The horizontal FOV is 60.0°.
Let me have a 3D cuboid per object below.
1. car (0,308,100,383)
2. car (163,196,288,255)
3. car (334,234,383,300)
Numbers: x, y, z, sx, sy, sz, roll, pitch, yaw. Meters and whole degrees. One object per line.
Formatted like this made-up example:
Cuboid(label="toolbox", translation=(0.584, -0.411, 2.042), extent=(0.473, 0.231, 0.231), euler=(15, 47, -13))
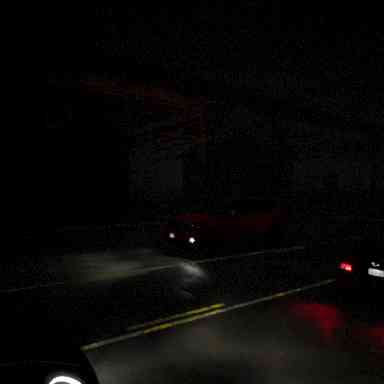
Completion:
Cuboid(label="car", translation=(-2.769, 1.352, 1.753), extent=(4.553, 1.767, 2.097), euler=(0, 0, -36))
Cuboid(label="car", translation=(1.530, 1.220, 13.669), extent=(5.566, 2.045, 2.150), euler=(0, 0, -35))
Cuboid(label="car", translation=(5.467, 1.547, 7.658), extent=(5.357, 1.411, 2.033), euler=(0, 0, -36))
